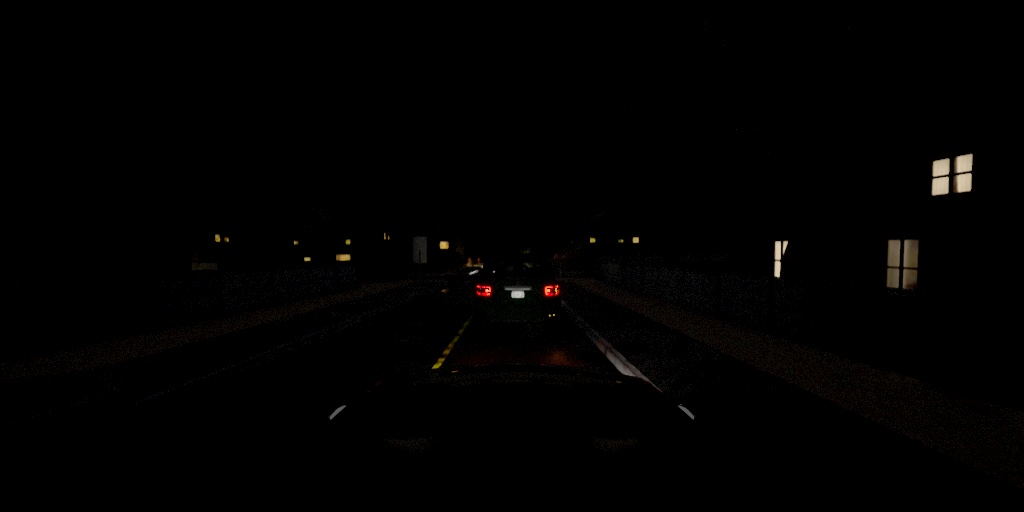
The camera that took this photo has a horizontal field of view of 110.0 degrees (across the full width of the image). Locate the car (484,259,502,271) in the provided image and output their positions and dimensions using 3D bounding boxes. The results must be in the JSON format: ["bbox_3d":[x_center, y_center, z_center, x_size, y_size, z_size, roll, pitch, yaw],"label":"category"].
[{"bbox_3d":[-2.582,1.218,50.049,2.128,1.511,4.902,0,0,0],"label":"car"}]

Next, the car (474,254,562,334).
[{"bbox_3d":[0.143,0.958,10.725,2.150,2.045,5.566,0,0,0],"label":"car"}]
